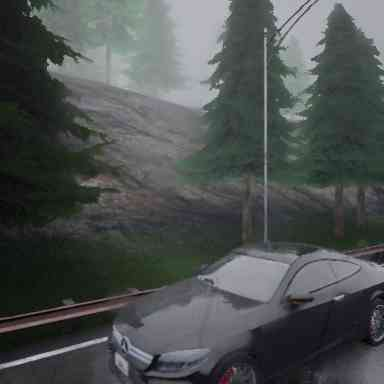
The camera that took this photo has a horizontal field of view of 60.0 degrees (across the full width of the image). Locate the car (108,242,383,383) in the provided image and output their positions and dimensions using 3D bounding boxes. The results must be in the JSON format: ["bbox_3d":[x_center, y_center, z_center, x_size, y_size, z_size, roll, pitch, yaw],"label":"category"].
[{"bbox_3d":[1.161,1.526,4.812,4.674,1.442,1.812,0,0,-36],"label":"car"}]
